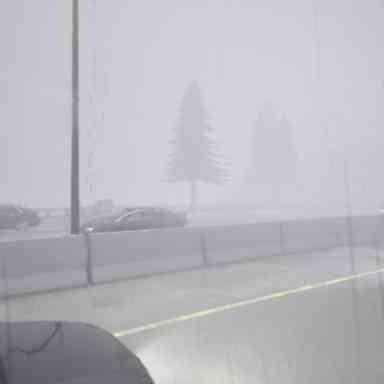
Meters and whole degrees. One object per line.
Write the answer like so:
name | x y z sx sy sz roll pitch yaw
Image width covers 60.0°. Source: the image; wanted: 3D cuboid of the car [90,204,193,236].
car | -2.775 1.487 18.833 5.357 1.411 2.033 0 0 -32

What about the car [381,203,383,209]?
car | 25.221 1.505 40.530 4.181 1.385 1.994 0 0 -21

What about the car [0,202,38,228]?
car | -12.429 1.419 20.783 4.892 1.490 1.837 0 0 -34

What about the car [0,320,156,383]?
car | -2.229 1.552 2.067 4.181 1.385 1.994 0 0 -36

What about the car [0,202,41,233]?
car | -10.724 1.431 17.712 4.892 1.490 1.837 0 0 -35

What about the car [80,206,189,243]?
car | -2.638 1.443 14.711 4.902 1.511 2.128 0 0 -33
